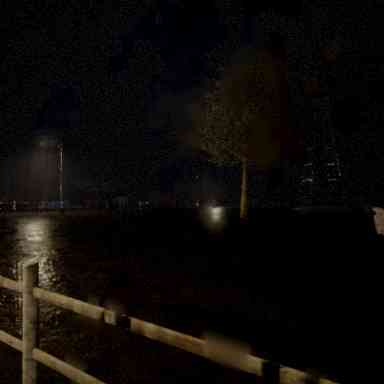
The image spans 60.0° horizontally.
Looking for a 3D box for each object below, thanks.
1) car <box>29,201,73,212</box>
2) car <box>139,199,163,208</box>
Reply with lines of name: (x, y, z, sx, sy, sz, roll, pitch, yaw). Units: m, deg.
car: (-18.099, 1.842, 42.986, 2.033, 1.411, 5.357, -2, -2, 36)
car: (-7.195, 1.967, 58.150, 2.097, 1.767, 4.553, -2, -2, 36)
